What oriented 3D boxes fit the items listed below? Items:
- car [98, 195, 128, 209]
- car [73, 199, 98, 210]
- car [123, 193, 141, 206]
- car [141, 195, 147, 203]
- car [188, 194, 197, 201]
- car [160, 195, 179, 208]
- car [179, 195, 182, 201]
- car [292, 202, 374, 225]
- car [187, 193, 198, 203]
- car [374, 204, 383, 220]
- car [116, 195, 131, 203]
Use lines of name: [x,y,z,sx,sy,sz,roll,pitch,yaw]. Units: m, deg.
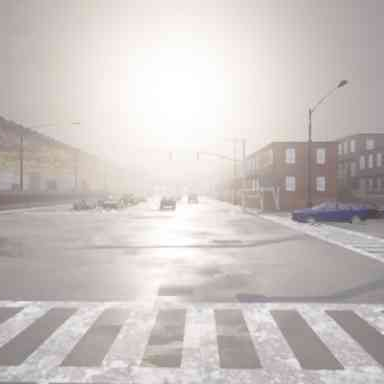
car: [-10.489,1.535,44.506,2.033,1.411,5.357,0,0,0]
car: [-13.994,1.588,43.605,1.895,1.301,4.718,0,0,0]
car: [-10.456,1.206,55.170,2.150,2.045,5.566,0,0,1]
car: [-10.367,1.482,68.621,1.837,1.490,4.892,0,0,0]
car: [0.159,1.282,81.864,2.097,1.767,4.553,0,0,0]
car: [-3.309,1.338,47.005,2.097,1.767,4.553,0,0,0]
car: [-3.346,1.455,79.758,1.882,1.535,5.008,0,0,0]
car: [9.605,1.471,23.424,5.008,1.535,1.882,0,0,-1]
car: [0.138,1.192,71.421,2.150,2.045,5.566,0,0,0]
car: [13.509,1.540,27.044,5.357,1.411,2.033,0,0,1]
car: [-13.869,1.475,67.619,2.128,1.511,4.902,0,0,0]
